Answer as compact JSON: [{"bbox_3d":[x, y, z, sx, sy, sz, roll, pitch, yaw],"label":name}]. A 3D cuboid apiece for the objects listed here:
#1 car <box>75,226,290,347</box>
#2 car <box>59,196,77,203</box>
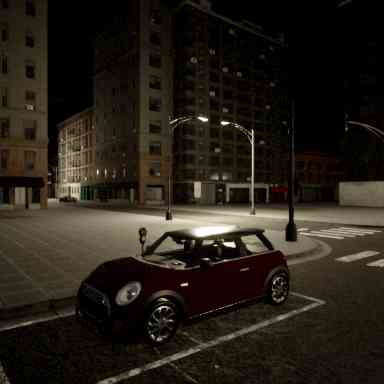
[{"bbox_3d":[-0.029,1.440,6.285,4.097,1.590,1.967,0,0,-38],"label":"car"},{"bbox_3d":[-22.166,1.275,59.258,1.895,1.301,4.718,0,0,-39],"label":"car"}]
